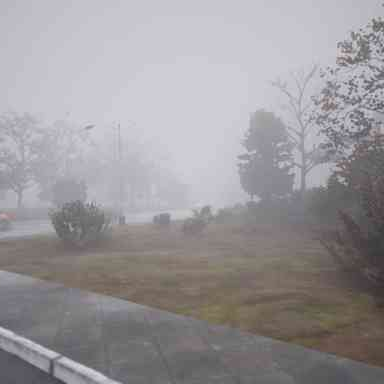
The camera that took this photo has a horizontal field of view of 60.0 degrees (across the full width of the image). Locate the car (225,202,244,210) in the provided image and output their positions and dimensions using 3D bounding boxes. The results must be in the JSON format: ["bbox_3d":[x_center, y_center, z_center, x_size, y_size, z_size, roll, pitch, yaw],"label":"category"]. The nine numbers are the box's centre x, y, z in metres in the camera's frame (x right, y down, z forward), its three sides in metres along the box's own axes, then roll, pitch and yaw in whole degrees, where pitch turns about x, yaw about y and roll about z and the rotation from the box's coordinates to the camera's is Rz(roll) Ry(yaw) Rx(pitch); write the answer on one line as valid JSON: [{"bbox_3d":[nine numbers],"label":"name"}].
[{"bbox_3d":[6.690,2.195,49.894,2.033,1.411,5.357,-3,-2,32],"label":"car"}]

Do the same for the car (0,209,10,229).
[{"bbox_3d":[-16.936,2.164,26.087,2.097,1.767,4.553,-3,-2,33],"label":"car"}]

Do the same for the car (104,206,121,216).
[{"bbox_3d":[-9.963,2.329,36.852,2.128,1.511,4.902,-3,-1,32],"label":"car"}]

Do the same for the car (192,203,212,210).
[{"bbox_3d":[1.665,2.499,55.265,1.812,1.442,4.674,-3,-2,32],"label":"car"}]
